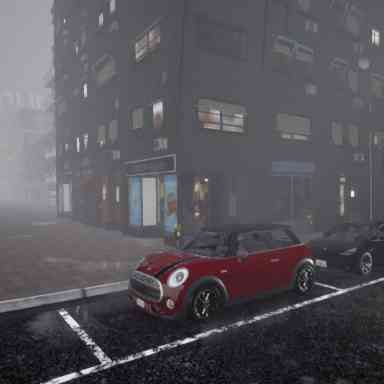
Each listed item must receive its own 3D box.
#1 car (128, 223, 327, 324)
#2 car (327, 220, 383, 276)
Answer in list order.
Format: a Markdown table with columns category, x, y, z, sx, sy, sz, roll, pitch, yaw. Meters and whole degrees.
| category | x | y | z | sx | sy | sz | roll | pitch | yaw |
| --- | --- | --- | --- | --- | --- | --- | --- | --- | --- |
| car | 0.709 | 1.439 | 7.063 | 4.097 | 1.590 | 1.967 | 0 | -1 | -35 |
| car | 5.280 | 1.563 | 10.300 | 4.313 | 1.339 | 1.947 | 0 | -1 | -35 |
